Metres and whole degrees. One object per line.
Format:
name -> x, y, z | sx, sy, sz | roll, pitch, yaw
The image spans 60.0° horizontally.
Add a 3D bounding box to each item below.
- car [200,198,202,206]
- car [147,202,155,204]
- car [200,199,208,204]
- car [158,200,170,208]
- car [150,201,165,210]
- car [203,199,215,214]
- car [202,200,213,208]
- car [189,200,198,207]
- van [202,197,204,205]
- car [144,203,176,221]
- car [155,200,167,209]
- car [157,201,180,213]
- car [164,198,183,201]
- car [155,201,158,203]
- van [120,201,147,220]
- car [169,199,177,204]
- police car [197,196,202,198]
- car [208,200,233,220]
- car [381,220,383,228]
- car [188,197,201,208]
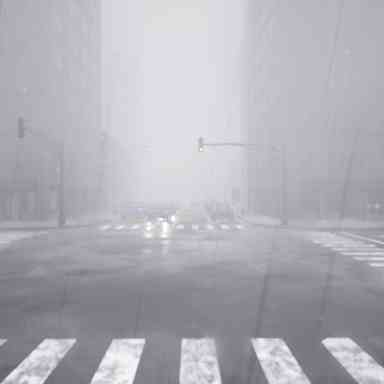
car -> 2.940, 2.225, 60.275 | 1.752, 1.417, 4.829 | 0, -1, 0
car -> -5.688, 1.877, 37.467 | 1.967, 1.590, 4.097 | 0, -1, 0
car -> 3.066, 2.581, 88.450 | 1.947, 1.339, 4.313 | 0, -1, 0
car -> -5.561, 2.329, 65.804 | 1.947, 1.339, 4.313 | 0, -1, 0
car -> -5.612, 2.200, 54.469 | 1.947, 1.339, 4.313 | 0, -1, 0
car -> 2.863, 1.943, 43.100 | 1.967, 1.590, 4.097 | 0, -1, 0
car -> 2.965, 2.313, 65.774 | 2.008, 1.369, 4.403 | 0, -1, 0
car -> 0.333, 2.379, 72.607 | 2.033, 1.411, 5.357 | 0, -1, 0
van -> 2.913, 1.974, 54.439 | 1.690, 1.788, 3.998 | 0, -1, 0
car -> -2.956, 1.969, 31.572 | 1.895, 1.301, 4.718 | 0, -1, 3
car -> -5.587, 2.222, 59.967 | 1.752, 1.417, 4.829 | 0, -1, 0
car -> -2.910, 2.086, 41.555 | 1.895, 1.301, 4.718 | 0, -1, 0
car -> -2.854, 2.156, 52.245 | 2.033, 1.411, 5.357 | 0, -1, 1
car -> -5.663, 2.069, 43.133 | 1.947, 1.339, 4.313 | 0, -1, 0
van -> -5.714, 1.712, 31.800 | 1.690, 1.788, 3.998 | 0, -1, 0
car -> -5.434, 2.630, 94.143 | 2.008, 1.369, 4.403 | 0, -1, 0
police car -> 2.717, 2.322, 77.866 | 1.930, 1.638, 5.238 | 0, -1, 0
car -> 2.812, 1.811, 31.763 | 1.967, 1.590, 4.097 | 0, -1, 0
car -> 13.625, 1.837, 19.099 | 4.718, 1.301, 1.895 | 0, -1, 0
car -> 0.382, 2.227, 62.289 | 1.837, 1.490, 4.892 | 0, -1, 0
